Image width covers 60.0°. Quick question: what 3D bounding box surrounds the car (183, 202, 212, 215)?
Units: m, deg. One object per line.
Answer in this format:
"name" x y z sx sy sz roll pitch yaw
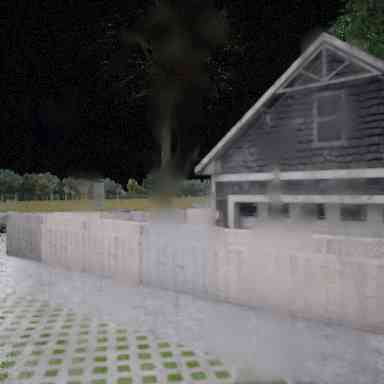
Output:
"car" 0.941 1.993 37.974 2.097 1.767 4.553 0 -1 35

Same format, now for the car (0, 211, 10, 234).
"car" -11.333 1.903 20.477 1.994 1.385 4.181 0 -1 35

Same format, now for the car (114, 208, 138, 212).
"car" -5.871 2.075 28.278 1.895 1.301 4.718 0 -1 35
